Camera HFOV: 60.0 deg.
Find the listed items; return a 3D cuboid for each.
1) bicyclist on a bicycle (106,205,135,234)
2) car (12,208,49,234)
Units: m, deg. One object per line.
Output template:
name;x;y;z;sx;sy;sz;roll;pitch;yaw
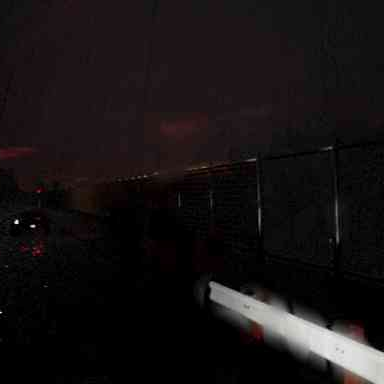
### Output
bicyclist on a bicycle;-4.035;1.314;18.075;1.656;1.620;0.582;-36;15;-24
car;-10.593;1.808;21.896;1.837;1.490;4.892;-2;0;-28
